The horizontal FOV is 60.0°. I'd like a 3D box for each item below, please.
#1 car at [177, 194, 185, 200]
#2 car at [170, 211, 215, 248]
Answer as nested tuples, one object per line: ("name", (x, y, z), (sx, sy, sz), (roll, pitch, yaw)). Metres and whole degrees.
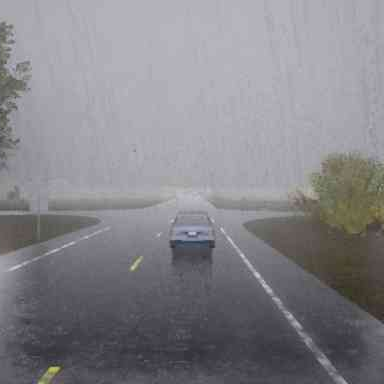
("car", (-2.827, 1.218, 86.135), (2.097, 1.767, 4.553), (0, 0, 1))
("car", (0.023, 1.556, 14.637), (2.033, 1.411, 5.357), (0, 0, 0))
